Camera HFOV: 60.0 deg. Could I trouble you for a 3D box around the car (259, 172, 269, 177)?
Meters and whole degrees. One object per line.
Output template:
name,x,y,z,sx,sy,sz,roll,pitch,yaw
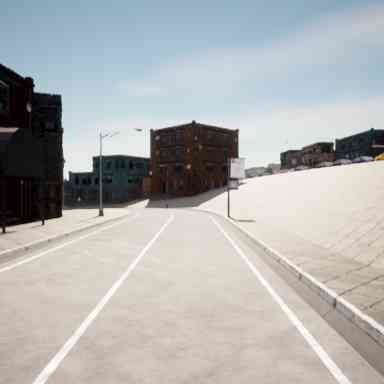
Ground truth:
car,20.894,-4.424,92.070,2.231,1.521,4.892,0,0,-1

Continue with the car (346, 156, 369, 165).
car,22.098,-3.828,42.373,2.002,1.452,4.674,0,1,-2

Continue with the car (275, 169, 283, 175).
car,21.255,-4.397,75.536,2.185,1.767,4.553,0,1,-1

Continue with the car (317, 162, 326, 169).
car,21.736,-4.032,53.433,2.231,1.521,4.892,0,1,-1

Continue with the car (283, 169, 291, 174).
car,21.378,-4.171,69.863,2.002,1.452,4.674,0,1,-1

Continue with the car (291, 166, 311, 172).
car,21.498,-4.278,64.370,2.185,1.767,4.553,0,1,-1

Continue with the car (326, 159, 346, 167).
car,21.864,-3.959,47.915,2.231,1.521,4.892,0,1,-1

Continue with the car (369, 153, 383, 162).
car,22.450,-3.771,36.836,2.097,1.535,5.008,0,1,-4

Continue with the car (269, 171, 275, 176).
car,21.135,-4.452,81.055,2.185,1.767,4.553,0,1,-1
